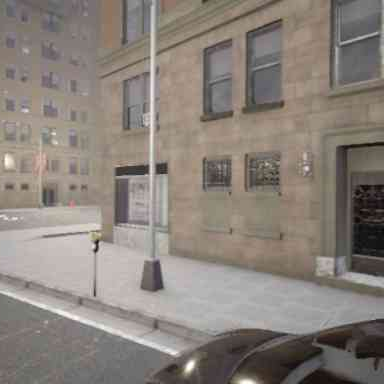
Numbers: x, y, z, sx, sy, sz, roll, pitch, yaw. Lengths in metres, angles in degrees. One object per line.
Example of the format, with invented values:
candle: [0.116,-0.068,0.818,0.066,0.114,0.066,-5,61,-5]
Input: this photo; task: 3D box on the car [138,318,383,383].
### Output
car: [1.476,1.566,2.020,4.313,1.339,1.947,0,1,35]
